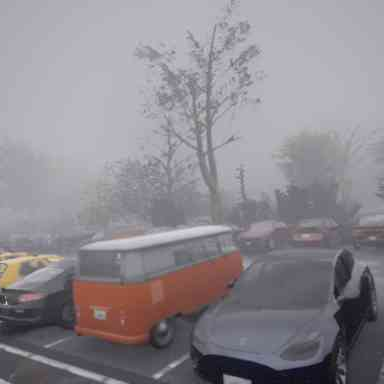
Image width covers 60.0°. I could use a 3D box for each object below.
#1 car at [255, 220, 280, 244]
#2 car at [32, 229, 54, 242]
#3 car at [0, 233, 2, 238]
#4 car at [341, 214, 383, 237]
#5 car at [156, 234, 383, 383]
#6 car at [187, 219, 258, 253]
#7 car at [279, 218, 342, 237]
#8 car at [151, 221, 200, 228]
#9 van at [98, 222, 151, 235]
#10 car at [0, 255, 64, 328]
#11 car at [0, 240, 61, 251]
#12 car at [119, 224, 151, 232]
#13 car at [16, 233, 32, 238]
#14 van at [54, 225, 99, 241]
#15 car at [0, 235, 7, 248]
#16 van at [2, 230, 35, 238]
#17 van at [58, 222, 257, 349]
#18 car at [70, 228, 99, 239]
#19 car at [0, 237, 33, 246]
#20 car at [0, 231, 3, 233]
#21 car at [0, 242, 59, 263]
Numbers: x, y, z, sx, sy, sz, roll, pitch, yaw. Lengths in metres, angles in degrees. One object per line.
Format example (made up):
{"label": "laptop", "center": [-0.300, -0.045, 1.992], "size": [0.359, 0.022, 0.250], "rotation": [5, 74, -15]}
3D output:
{"label": "car", "center": [4.372, 2.432, 19.452], "size": [2.097, 1.535, 5.008], "rotation": [-8, -4, 35]}
{"label": "car", "center": [-11.720, 4.425, 30.753], "size": [2.185, 1.767, 4.553], "rotation": [-7, -4, 35]}
{"label": "car", "center": [-20.882, 5.728, 37.248], "size": [2.097, 1.535, 5.008], "rotation": [-6, -4, 35]}
{"label": "car", "center": [9.058, 1.814, 16.138], "size": [2.097, 1.535, 5.008], "rotation": [-8, -4, 35]}
{"label": "car", "center": [1.866, 1.819, 5.800], "size": [2.163, 1.488, 4.792], "rotation": [-8, -4, 35]}
{"label": "car", "center": [2.072, 2.734, 21.061], "size": [2.097, 1.535, 5.008], "rotation": [-8, -4, 35]}
{"label": "car", "center": [6.785, 2.146, 17.781], "size": [2.163, 1.488, 4.792], "rotation": [-8, -4, 35]}
{"label": "car", "center": [-0.213, 2.912, 22.715], "size": [2.185, 1.767, 4.553], "rotation": [-8, -4, 35]}
{"label": "van", "center": [-4.659, 3.404, 25.953], "size": [1.878, 1.987, 4.442], "rotation": [-7, -4, 35]}
{"label": "car", "center": [-2.710, 2.435, 9.058], "size": [2.002, 1.452, 4.674], "rotation": [-8, -4, 35]}
{"label": "car", "center": [-7.412, 2.998, 12.149], "size": [1.946, 1.575, 5.366], "rotation": [-7, -4, 35]}
{"label": "car", "center": [-2.511, 3.339, 24.304], "size": [2.097, 1.535, 5.008], "rotation": [-8, -4, 35]}
{"label": "car", "center": [-13.862, 4.868, 32.341], "size": [2.163, 1.488, 4.792], "rotation": [-8, -5, 35]}
{"label": "van", "center": [-9.249, 4.010, 29.193], "size": [1.878, 1.987, 4.442], "rotation": [-8, -5, 35]}
{"label": "car", "center": [-25.499, 6.268, 40.474], "size": [2.163, 1.488, 4.792], "rotation": [-6, -4, 35]}
{"label": "van", "center": [-16.268, 4.917, 33.854], "size": [1.878, 1.987, 4.442], "rotation": [-8, -4, 35]}
{"label": "van", "center": [-0.368, 1.868, 7.554], "size": [1.878, 1.987, 4.442], "rotation": [-8, -4, 35]}
{"label": "car", "center": [-6.998, 3.932, 27.469], "size": [2.231, 1.521, 4.892], "rotation": [-8, -4, 35]}
{"label": "car", "center": [-9.594, 3.179, 13.952], "size": [2.185, 1.767, 4.553], "rotation": [-8, -4, 35]}
{"label": "car", "center": [-23.220, 5.735, 38.870], "size": [2.435, 2.045, 5.566], "rotation": [-6, -4, 35]}
{"label": "car", "center": [-4.902, 2.695, 10.833], "size": [1.946, 1.575, 5.366], "rotation": [-8, -4, 35]}
